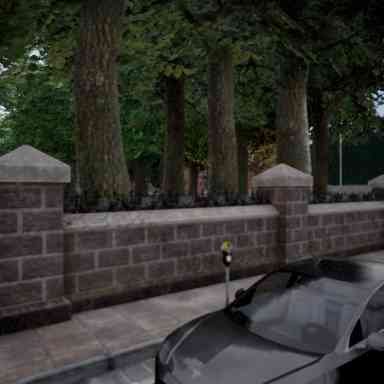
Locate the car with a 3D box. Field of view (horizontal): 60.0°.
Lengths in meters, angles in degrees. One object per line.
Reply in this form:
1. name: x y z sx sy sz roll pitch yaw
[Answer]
1. car: 1.644 1.568 3.992 4.313 1.339 1.947 0 -1 -36
